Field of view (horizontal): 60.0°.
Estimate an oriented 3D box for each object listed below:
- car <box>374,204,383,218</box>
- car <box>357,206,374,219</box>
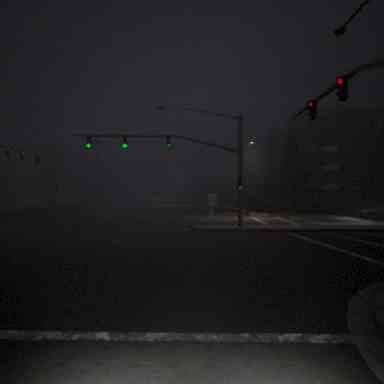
[{"bbox_3d":[20.027,1.883,30.566,5.008,1.535,1.882,0,-1,0],"label":"car"},{"bbox_3d":[19.420,1.977,34.061,4.674,1.442,1.812,0,-1,0],"label":"car"}]
